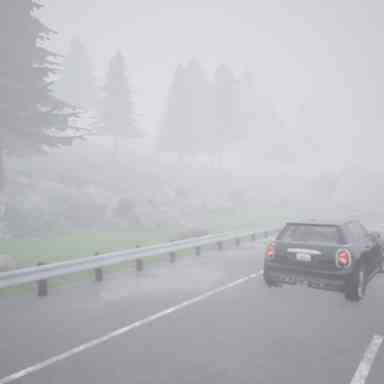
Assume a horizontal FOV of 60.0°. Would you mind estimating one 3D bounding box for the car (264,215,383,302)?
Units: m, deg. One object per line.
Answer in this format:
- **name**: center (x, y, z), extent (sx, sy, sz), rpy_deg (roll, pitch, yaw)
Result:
- **car**: center (3.728, 1.439, 8.883), extent (2.097, 1.767, 4.553), rpy_deg (-1, -1, 38)
